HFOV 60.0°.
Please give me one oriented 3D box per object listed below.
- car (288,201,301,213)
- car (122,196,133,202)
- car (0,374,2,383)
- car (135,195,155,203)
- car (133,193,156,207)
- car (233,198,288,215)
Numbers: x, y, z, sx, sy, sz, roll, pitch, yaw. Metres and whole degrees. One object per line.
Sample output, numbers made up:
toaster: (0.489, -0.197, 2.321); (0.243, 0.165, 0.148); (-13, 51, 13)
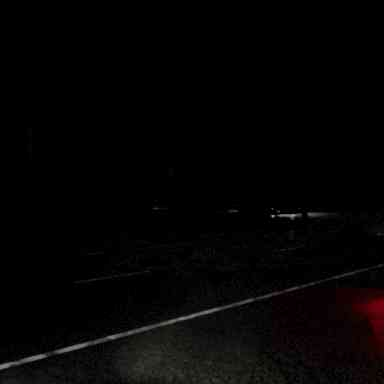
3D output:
car: (9.406, 1.433, 35.876); (1.837, 1.490, 4.892); (0, 0, -39)
car: (-12.783, 1.519, 69.341); (1.895, 1.301, 4.718); (0, 0, -38)
car: (-3.538, 1.472, 1.214); (5.008, 1.535, 1.882); (0, 0, -36)
car: (-10.276, 1.438, 71.808); (2.128, 1.511, 4.902); (0, 0, -38)
car: (-6.084, 1.164, 49.598); (2.150, 2.045, 5.566); (0, 0, -38)
car: (6.589, 1.486, 33.795); (2.033, 1.411, 5.357); (0, 0, -39)
